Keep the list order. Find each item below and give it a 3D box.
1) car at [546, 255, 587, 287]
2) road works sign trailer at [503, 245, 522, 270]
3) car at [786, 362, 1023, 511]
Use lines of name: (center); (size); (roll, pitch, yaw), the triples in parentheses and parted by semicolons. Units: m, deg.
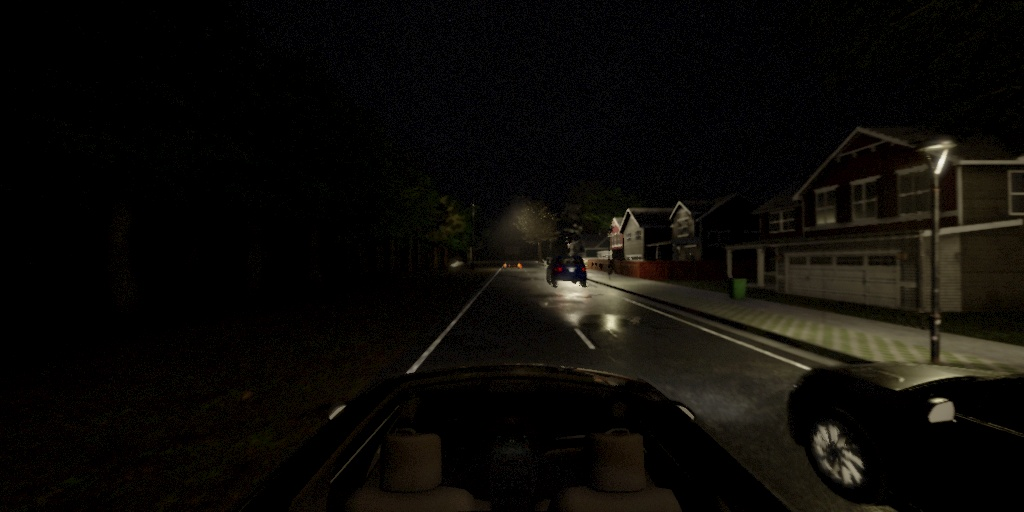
car: (3.611, 0.973, 24.331); (2.150, 2.045, 5.566); (0, 0, 0)
road works sign trailer: (0.024, 0.197, 52.218); (2.380, 3.560, 2.880); (0, 0, 0)
car: (3.601, 1.255, 1.511); (1.837, 1.490, 4.892); (0, 0, 0)
